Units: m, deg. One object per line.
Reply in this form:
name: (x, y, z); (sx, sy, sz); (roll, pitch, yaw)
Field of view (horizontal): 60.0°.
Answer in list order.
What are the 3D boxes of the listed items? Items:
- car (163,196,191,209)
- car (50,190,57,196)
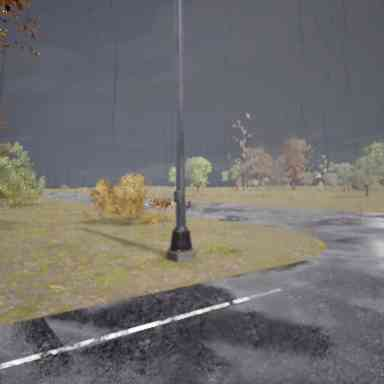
car: (-2.046, 1.104, 34.114); (1.895, 1.301, 4.718); (-2, 2, -35)
car: (-35.604, 0.246, 86.207); (2.033, 1.411, 5.357); (-2, 2, -28)
